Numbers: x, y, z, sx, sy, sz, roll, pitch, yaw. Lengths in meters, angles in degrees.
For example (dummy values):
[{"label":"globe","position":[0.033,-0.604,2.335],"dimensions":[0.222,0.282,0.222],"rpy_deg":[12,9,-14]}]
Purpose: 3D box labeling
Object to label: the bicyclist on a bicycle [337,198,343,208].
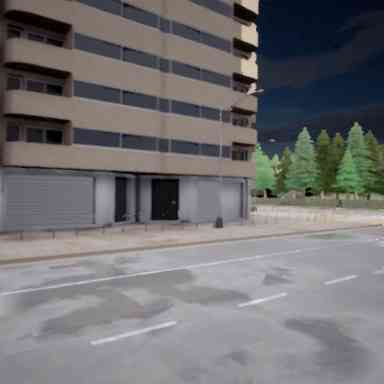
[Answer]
[{"label":"bicyclist on a bicycle","position":[23.308,1.786,52.417],"dimensions":[1.656,1.620,0.582],"rpy_deg":[0,0,-35]}]
